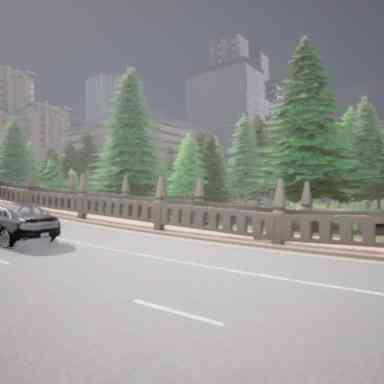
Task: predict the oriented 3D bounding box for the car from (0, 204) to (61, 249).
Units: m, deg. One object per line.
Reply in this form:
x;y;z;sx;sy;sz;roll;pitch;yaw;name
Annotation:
-7.319;1.236;13.513;4.902;1.511;2.128;3;2;35;car
